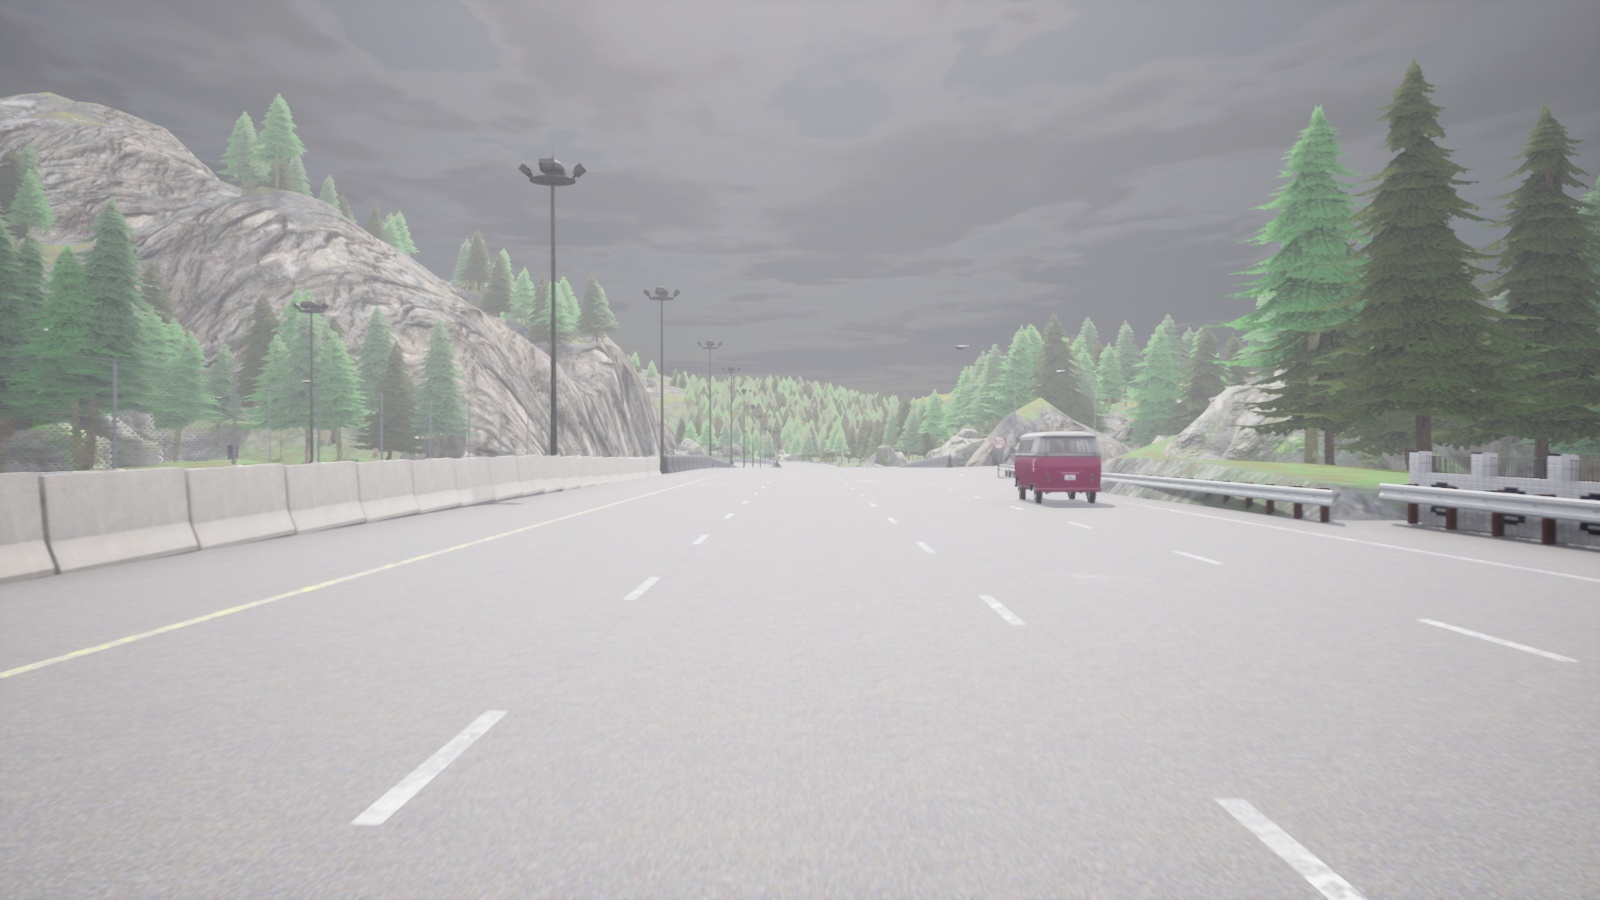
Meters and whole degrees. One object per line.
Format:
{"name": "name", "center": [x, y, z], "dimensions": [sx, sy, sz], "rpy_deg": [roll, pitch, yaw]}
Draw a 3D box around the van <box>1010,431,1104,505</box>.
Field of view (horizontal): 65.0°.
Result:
{"name": "van", "center": [7.218, 0.480, 35.626], "dimensions": [1.775, 1.987, 4.442], "rpy_deg": [0, 0, 0]}
